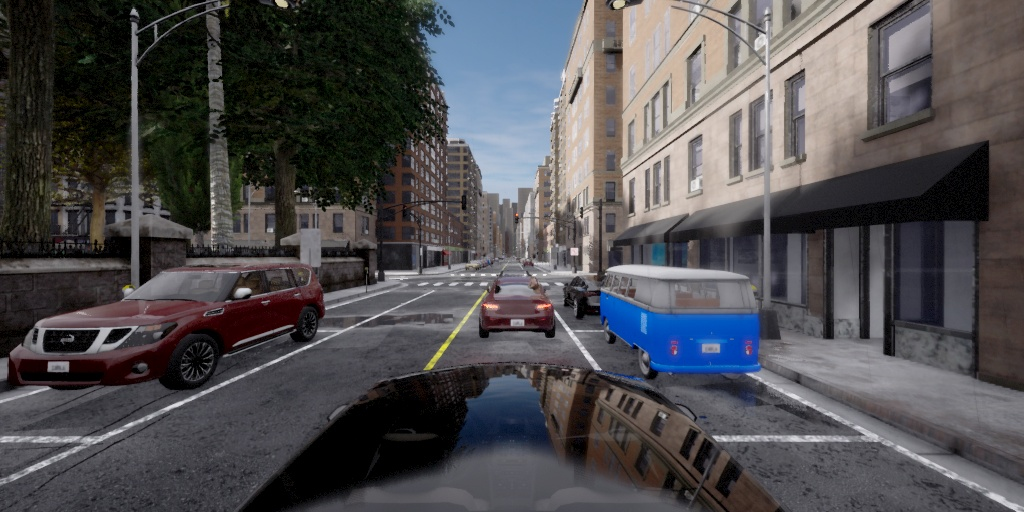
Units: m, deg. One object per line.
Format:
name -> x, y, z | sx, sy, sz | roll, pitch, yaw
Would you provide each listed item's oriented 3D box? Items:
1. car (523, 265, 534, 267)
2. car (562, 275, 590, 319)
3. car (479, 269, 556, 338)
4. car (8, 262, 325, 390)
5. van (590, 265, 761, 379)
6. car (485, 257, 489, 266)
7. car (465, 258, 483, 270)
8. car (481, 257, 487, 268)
car -> 0.121, 1.345, 18.870 | 1.895, 1.301, 4.718 | 0, 0, -1
car -> 2.886, 1.313, 12.667 | 1.948, 1.339, 4.313 | 0, 0, 0
car -> 0.127, 1.274, 10.048 | 1.812, 1.442, 4.674 | 0, 0, 0
car -> -5.654, 1.064, 6.989 | 2.192, 1.841, 5.009 | 0, 0, 0
van -> 2.870, 1.090, 7.006 | 1.690, 1.789, 3.998 | 0, 0, 0
car -> -5.510, 1.264, 61.579 | 1.888, 1.381, 4.507 | 0, 0, 0
car -> -5.539, 1.247, 50.508 | 1.751, 1.417, 4.829 | 0, 0, 0
car -> -5.524, 1.271, 56.128 | 2.007, 1.370, 4.403 | 0, 0, 0
